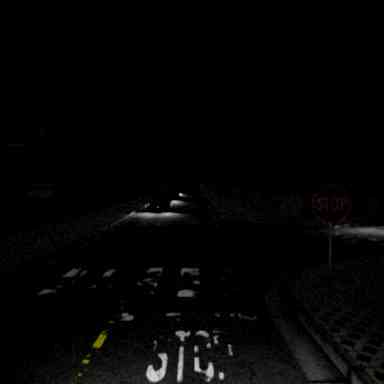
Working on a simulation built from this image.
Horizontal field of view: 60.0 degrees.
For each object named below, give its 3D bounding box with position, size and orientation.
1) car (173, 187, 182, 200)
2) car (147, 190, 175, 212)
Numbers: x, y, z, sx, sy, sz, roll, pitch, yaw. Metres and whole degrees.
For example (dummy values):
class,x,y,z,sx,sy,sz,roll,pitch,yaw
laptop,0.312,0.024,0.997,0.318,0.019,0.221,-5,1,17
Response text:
class,x,y,z,sx,sy,sz,roll,pitch,yaw
car,-2.793,0.379,45.091,1.895,1.301,4.718,0,2,0
car,-2.820,0.884,29.539,1.837,1.490,4.892,0,3,0
